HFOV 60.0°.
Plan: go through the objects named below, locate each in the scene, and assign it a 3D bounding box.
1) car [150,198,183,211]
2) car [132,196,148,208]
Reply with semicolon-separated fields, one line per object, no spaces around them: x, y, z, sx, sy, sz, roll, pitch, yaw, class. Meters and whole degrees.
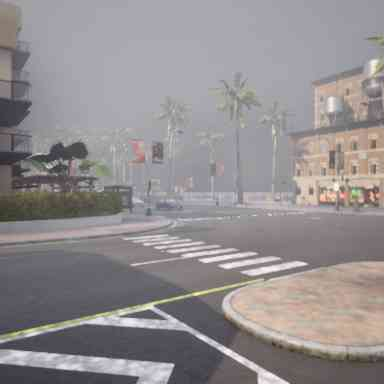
-2.962;1.524;41.581;1.812;1.442;4.674;0;0;-35;car
-8.771;1.524;49.882;1.812;1.442;4.674;0;0;-35;car
